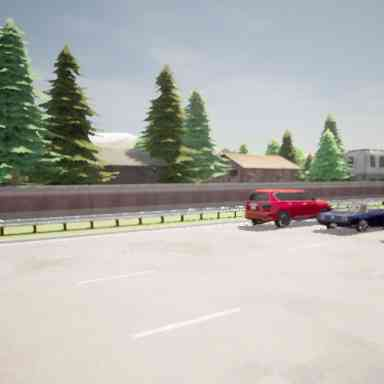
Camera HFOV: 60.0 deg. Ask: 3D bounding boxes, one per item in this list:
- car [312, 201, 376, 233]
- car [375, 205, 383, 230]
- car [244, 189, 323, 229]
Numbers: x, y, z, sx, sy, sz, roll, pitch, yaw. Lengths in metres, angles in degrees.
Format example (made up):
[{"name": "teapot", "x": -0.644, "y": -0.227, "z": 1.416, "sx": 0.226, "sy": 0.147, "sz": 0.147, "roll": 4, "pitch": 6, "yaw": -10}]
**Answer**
[{"name": "car", "x": 8.532, "y": 1.213, "z": 16.708, "sx": 4.718, "sy": 1.301, "sz": 1.895, "roll": -2, "pitch": 1, "yaw": -31}, {"name": "car", "x": 9.587, "y": 1.201, "z": 13.258, "sx": 4.181, "sy": 1.385, "sz": 1.994, "roll": -2, "pitch": 1, "yaw": -31}, {"name": "car", "x": 5.534, "y": 0.861, "z": 18.990, "sx": 5.566, "sy": 2.045, "sz": 2.150, "roll": -2, "pitch": 1, "yaw": -31}]
